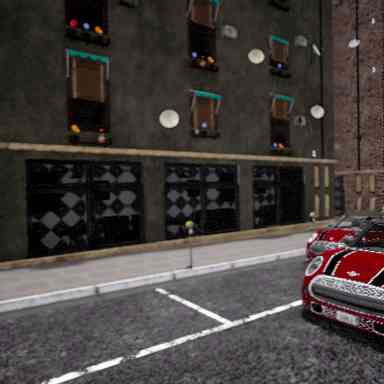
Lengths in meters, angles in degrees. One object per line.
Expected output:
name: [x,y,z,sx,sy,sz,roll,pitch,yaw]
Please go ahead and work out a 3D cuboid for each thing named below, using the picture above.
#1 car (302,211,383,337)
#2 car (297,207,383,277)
car: [4.160,1.299,6.350,4.553,1.767,2.097,-1,0,-36]
car: [5.435,1.360,10.462,4.097,1.590,1.967,-1,-1,-36]
